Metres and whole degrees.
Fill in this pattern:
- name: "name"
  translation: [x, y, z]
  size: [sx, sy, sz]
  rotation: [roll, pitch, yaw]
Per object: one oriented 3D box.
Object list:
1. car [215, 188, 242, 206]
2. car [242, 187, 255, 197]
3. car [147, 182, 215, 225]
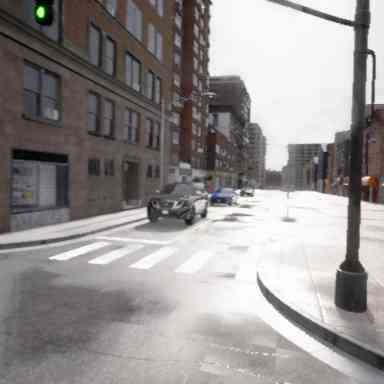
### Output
- name: "car"
  translation: [2.985, 0.395, 30.342]
  size: [1.882, 1.535, 5.008]
  rotation: [2, 2, 16]
- name: "car"
  translation: [8.197, -0.004, 48.714]
  size: [2.033, 1.411, 5.357]
  rotation: [2, 2, 16]
- name: "car"
  translation: [-0.530, 0.485, 17.831]
  size: [2.150, 2.045, 5.566]
  rotation: [2, 2, 14]
